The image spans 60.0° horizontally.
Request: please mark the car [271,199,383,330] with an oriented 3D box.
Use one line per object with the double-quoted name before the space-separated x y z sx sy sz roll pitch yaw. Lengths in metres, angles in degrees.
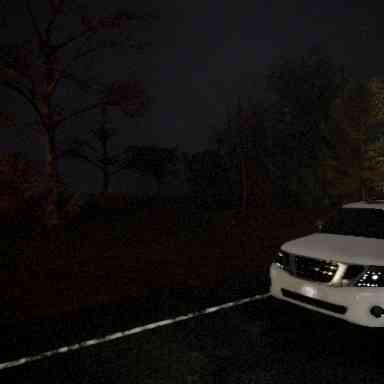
"car" 4.073 1.180 6.773 5.566 2.045 2.150 0 0 -35
